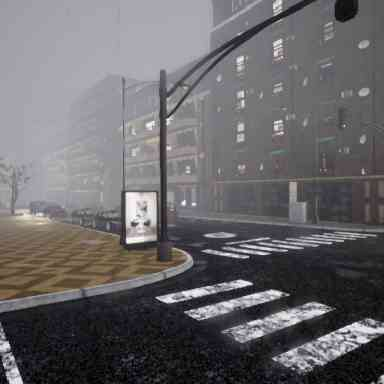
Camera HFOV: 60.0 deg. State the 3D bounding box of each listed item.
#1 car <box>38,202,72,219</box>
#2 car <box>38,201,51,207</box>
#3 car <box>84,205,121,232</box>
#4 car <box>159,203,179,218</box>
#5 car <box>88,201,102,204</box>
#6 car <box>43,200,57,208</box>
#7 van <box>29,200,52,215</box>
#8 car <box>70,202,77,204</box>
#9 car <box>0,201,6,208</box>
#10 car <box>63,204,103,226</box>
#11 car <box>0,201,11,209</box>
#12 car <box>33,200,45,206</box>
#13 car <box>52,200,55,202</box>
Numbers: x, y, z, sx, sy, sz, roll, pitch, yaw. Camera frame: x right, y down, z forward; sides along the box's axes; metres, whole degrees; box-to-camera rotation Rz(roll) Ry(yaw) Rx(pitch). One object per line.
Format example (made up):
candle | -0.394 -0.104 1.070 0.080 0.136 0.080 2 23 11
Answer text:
car | -14.916 2.114 36.094 1.887 1.381 4.507 -2 0 -36
car | -34.586 2.734 77.728 1.947 1.339 4.313 -2 0 -36
car | -5.576 1.887 23.105 2.008 1.369 4.403 -2 0 -36
car | -3.154 1.823 34.492 1.967 1.590 4.097 -2 0 -36
car | -15.001 2.118 50.657 1.967 1.590 4.097 -2 0 -36
car | -31.326 2.526 73.216 1.967 1.590 4.097 -2 0 -36
van | -19.834 2.034 42.982 1.690 1.788 3.998 -2 0 -36
car | -21.530 2.423 59.679 1.802 1.307 4.206 -2 0 -36
car | -44.641 2.861 77.329 1.887 1.381 4.507 -2 0 -36
car | -8.840 1.968 27.617 2.008 1.369 4.403 -2 0 -36
car | -38.113 2.702 68.305 2.008 1.369 4.403 -2 0 -36
car | -37.851 2.796 82.241 1.887 1.381 4.507 -2 0 -36
car | -25.375 2.469 60.589 1.994 1.385 4.181 -1 -1 -36
